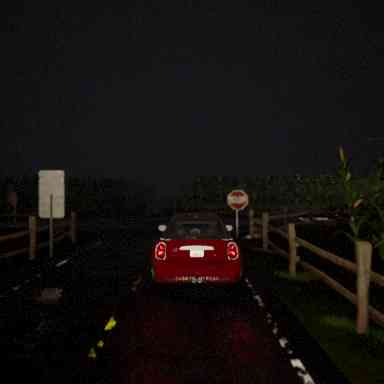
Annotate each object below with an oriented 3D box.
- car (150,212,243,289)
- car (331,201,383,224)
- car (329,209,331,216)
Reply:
[{"bbox_3d":[0.104,1.358,9.342,2.097,1.767,4.553,0,0,0],"label":"car"},{"bbox_3d":[12.988,1.429,23.808,4.892,1.490,1.837,0,0,0],"label":"car"},{"bbox_3d":[13.260,1.469,26.739,4.181,1.385,1.994,0,0,0],"label":"car"}]
